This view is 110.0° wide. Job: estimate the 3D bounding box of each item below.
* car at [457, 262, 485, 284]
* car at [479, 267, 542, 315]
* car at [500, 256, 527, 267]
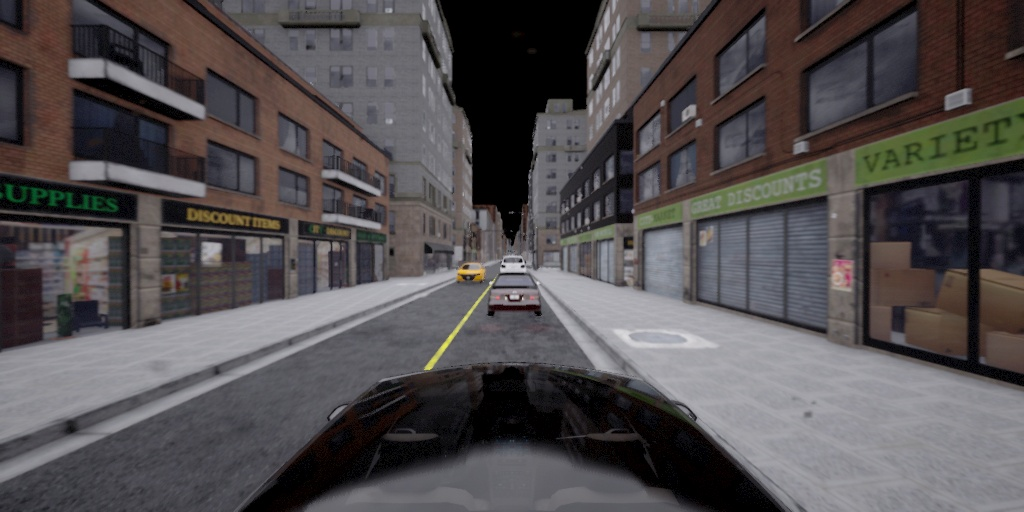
[{"bbox_3d":[-3.093,1.262,27.886,1.882,1.535,5.008,0,0,0],"label":"car"},{"bbox_3d":[0.089,1.315,13.552,2.033,1.411,5.357,0,0,0],"label":"car"},{"bbox_3d":[0.100,1.009,31.752,2.150,2.045,5.566,0,0,0],"label":"car"}]
